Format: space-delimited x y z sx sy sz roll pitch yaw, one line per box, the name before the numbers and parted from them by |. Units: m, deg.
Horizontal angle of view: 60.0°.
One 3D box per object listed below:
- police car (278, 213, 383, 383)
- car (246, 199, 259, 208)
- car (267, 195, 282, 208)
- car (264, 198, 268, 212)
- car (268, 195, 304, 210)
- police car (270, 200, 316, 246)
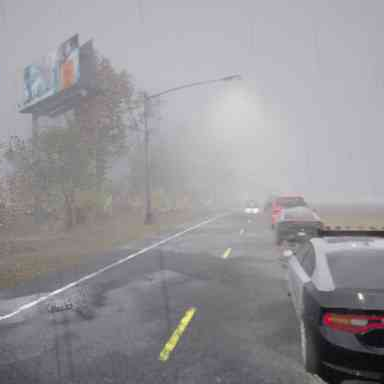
police car | 2.621 1.387 5.514 1.930 1.638 5.238 -2 0 12
car | 9.877 1.845 54.090 2.128 1.511 4.902 -2 -1 16
car | 13.761 1.480 55.275 2.150 2.045 5.566 -2 -1 16
car | 10.247 1.520 42.140 2.097 1.767 4.553 -2 -1 15
car | 6.070 1.232 21.003 2.150 2.045 5.566 -2 -1 13
police car | 4.755 1.411 15.250 1.930 1.638 5.238 -2 -1 13
